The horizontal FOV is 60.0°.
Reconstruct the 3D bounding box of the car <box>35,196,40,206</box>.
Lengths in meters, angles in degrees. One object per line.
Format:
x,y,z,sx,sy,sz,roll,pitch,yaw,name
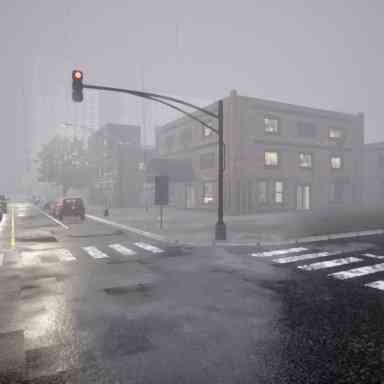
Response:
-20.863,1.590,47.503,2.008,1.369,4.403,0,0,-28,car

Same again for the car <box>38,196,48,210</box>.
-18.237,1.598,42.642,1.947,1.339,4.313,0,0,-28,car

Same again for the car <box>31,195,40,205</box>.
-26.113,1.639,57.226,1.802,1.307,4.206,0,0,-28,car

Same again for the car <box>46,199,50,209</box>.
-12.986,1.586,32.918,1.947,1.339,4.313,0,0,-28,car

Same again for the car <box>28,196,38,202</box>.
-36.615,1.684,76.672,1.802,1.307,4.206,0,0,-28,car

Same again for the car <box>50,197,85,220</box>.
-10.359,1.330,28.057,2.192,1.841,5.009,0,0,-28,car

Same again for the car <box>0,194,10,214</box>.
-20.827,1.247,35.462,2.150,2.045,5.566,0,0,-28,car

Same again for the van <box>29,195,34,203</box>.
-31.365,1.419,66.950,1.690,1.788,3.998,0,0,-28,van

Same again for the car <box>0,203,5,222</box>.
-11.380,1.555,17.778,2.033,1.411,5.357,0,0,-28,car

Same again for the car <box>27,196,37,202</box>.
-39.242,1.680,81.535,1.947,1.339,4.313,0,0,-28,car

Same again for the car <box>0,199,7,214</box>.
-15.847,1.541,26.099,1.812,1.442,4.674,0,0,-28,car
